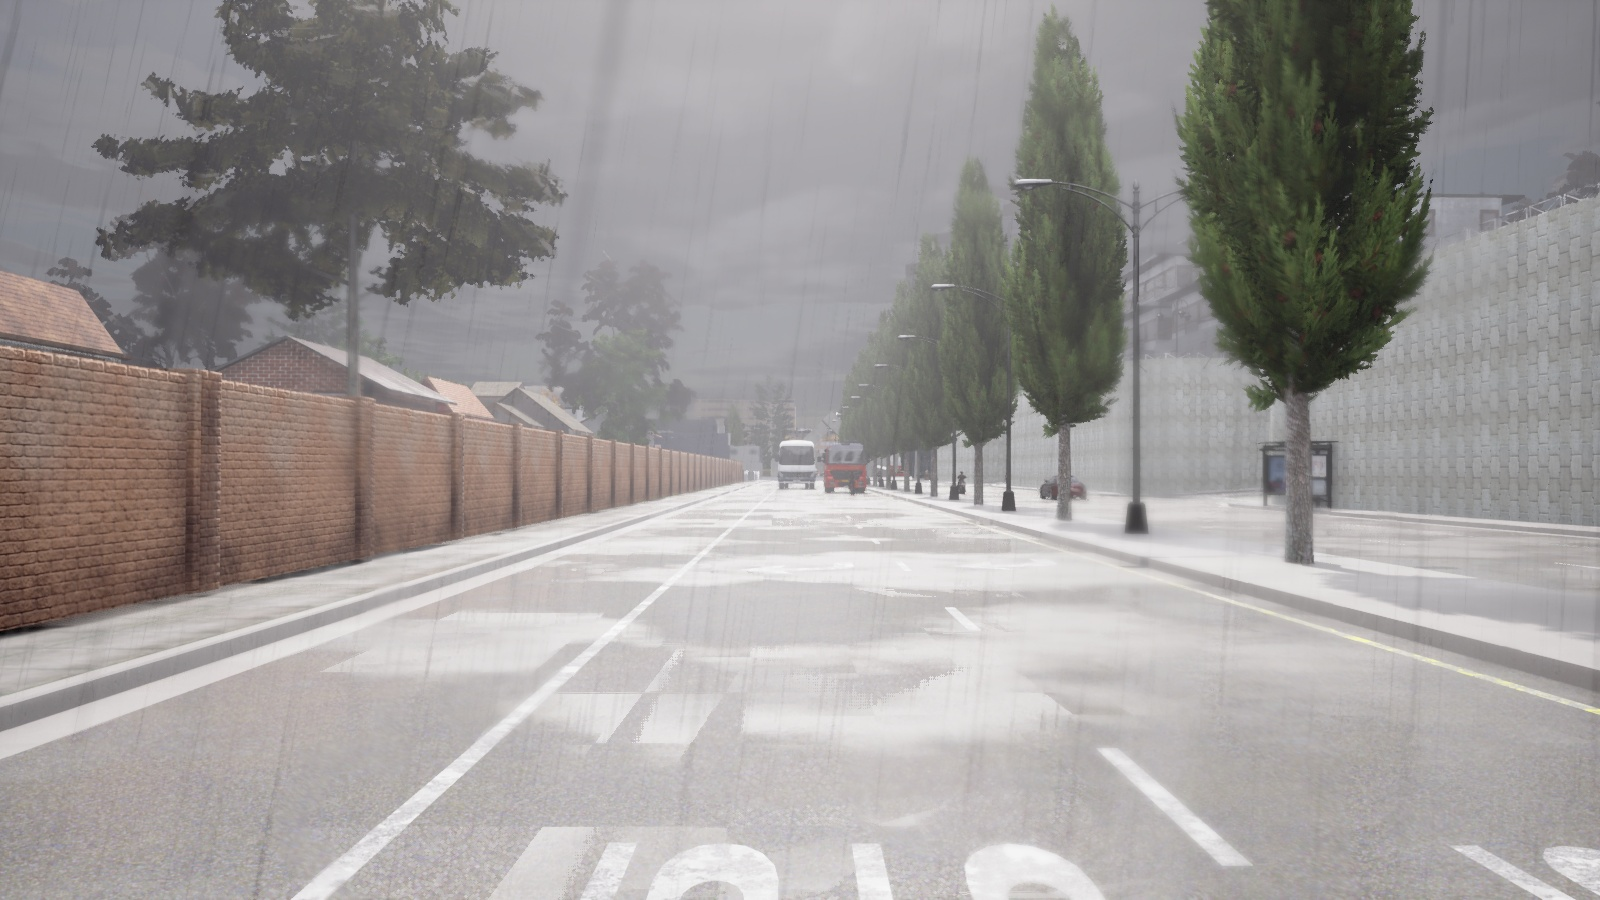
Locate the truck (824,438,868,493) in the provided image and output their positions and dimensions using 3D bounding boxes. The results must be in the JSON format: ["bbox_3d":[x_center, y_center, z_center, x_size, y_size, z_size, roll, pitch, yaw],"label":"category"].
[{"bbox_3d":[3.278,1.183,92.304,2.891,3.827,8.468,0,-1,0],"label":"truck"}]

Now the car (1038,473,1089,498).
[{"bbox_3d":[14.832,1.994,70.946,1.994,1.385,4.181,0,-1,0],"label":"car"}]
